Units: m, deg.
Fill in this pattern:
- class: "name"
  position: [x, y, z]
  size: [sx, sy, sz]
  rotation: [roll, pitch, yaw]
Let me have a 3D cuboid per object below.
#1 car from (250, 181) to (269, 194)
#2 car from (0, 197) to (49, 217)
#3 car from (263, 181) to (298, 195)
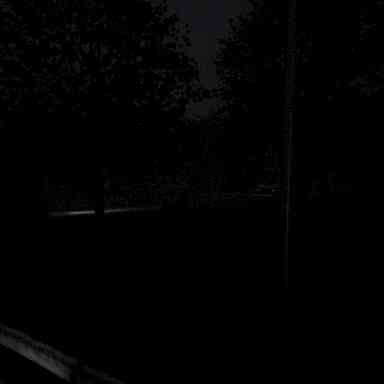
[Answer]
- class: "car"
  position: [11.812, -0.749, 52.068]
  size: [5.566, 2.045, 2.150]
  rotation: [-3, 3, -25]
- class: "car"
  position: [-12.657, 0.934, 23.259]
  size: [4.902, 1.511, 2.128]
  rotation: [-1, 2, -43]
- class: "car"
  position: [13.320, -0.413, 48.918]
  size: [4.892, 1.490, 1.837]
  rotation: [-3, 3, -25]
